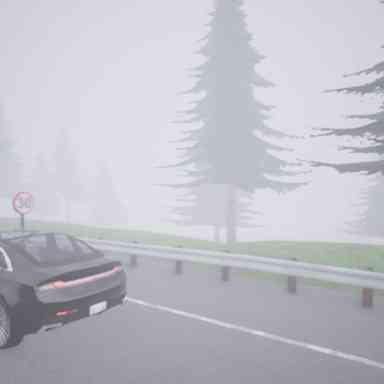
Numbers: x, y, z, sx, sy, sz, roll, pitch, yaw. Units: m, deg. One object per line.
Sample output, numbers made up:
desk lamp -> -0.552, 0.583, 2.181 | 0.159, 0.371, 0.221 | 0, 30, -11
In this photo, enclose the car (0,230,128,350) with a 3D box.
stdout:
car -> -3.379, 1.467, 6.203 | 4.902, 1.511, 2.128 | 0, 0, 34
